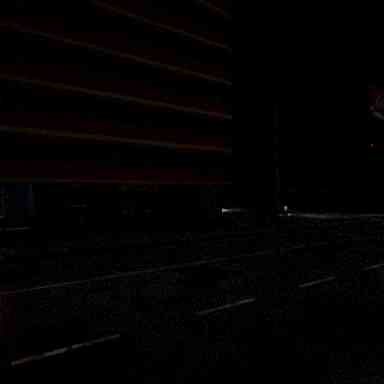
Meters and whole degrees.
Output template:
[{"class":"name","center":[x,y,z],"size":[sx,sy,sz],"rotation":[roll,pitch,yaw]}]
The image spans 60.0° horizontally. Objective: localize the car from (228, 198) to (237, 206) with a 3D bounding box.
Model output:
[{"class":"car","center":[4.753,1.554,52.334],"size":[1.895,1.301,4.718],"rotation":[0,0,-36]}]

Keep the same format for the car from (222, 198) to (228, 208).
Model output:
[{"class":"car","center":[2.205,1.527,43.597],"size":[1.994,1.385,4.181],"rotation":[0,0,-36]}]

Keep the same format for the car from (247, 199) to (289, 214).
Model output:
[{"class":"car","center":[8.037,1.455,35.549],"size":[2.128,1.511,4.902],"rotation":[0,0,-36]}]
